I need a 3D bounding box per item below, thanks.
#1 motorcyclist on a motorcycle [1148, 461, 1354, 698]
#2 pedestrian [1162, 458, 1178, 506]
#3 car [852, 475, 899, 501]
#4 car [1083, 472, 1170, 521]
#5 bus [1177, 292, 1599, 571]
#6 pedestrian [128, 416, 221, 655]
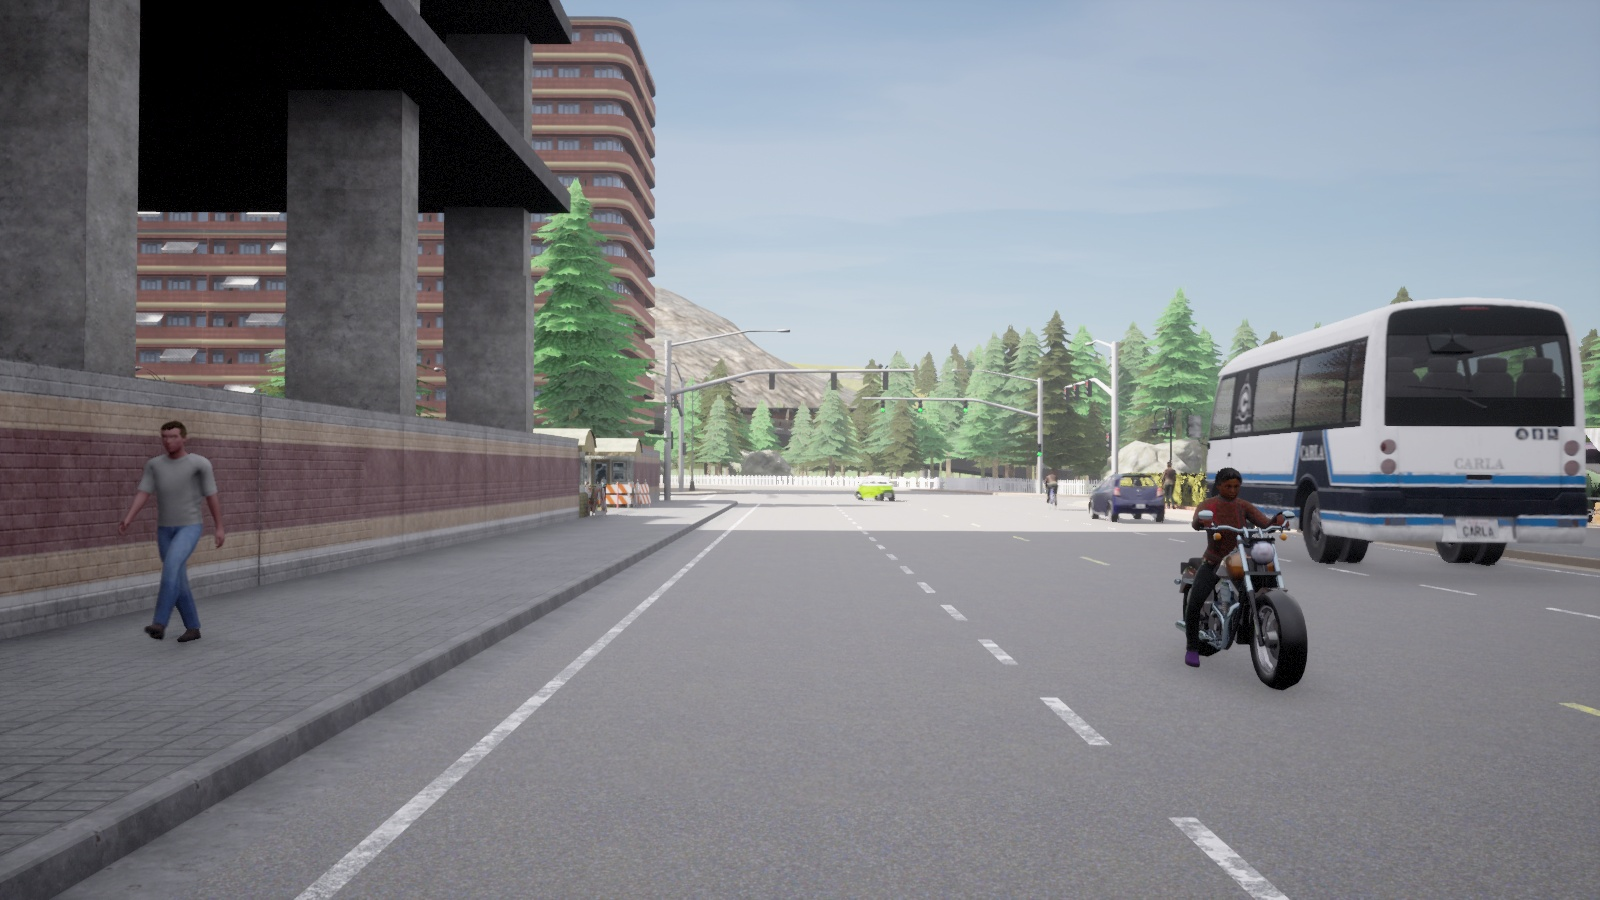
[{"bbox_3d":[3.475,0.918,9.942,0.766,1.649,2.350,0,-1,0],"label":"motorcyclist on a motorcycle"},{"bbox_3d":[14.029,1.211,47.658,0.328,1.805,0.869,0,-1,-1],"label":"pedestrian"},{"bbox_3d":[4.071,2.032,67.619,1.481,1.376,2.207,1,-1,-33],"label":"car"},{"bbox_3d":[10.400,1.461,40.256,1.845,1.501,3.633,0,-1,0],"label":"car"},{"bbox_3d":[10.542,-0.196,24.334,3.944,4.253,10.273,0,-1,4],"label":"bus"},{"bbox_3d":[-4.971,0.660,10.002,0.354,1.836,0.706,0,-1,3],"label":"pedestrian"}]
